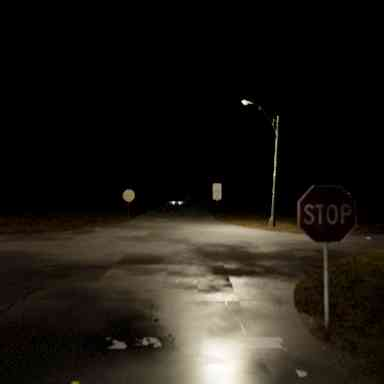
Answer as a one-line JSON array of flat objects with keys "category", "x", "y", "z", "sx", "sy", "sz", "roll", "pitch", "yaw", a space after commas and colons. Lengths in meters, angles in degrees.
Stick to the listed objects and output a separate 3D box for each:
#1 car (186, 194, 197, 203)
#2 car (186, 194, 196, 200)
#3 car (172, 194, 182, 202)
[{"category": "car", "x": -0.166, "y": 1.231, "z": 61.585, "sx": 1.994, "sy": 1.385, "sz": 4.181, "roll": 0, "pitch": 0, "yaw": 0}, {"category": "car", "x": -0.193, "y": 1.042, "z": 71.638, "sx": 1.994, "sy": 1.385, "sz": 4.181, "roll": 0, "pitch": 0, "yaw": 0}, {"category": "car", "x": -2.927, "y": 1.181, "z": 65.790, "sx": 2.033, "sy": 1.411, "sz": 5.357, "roll": 0, "pitch": 0, "yaw": 0}]
